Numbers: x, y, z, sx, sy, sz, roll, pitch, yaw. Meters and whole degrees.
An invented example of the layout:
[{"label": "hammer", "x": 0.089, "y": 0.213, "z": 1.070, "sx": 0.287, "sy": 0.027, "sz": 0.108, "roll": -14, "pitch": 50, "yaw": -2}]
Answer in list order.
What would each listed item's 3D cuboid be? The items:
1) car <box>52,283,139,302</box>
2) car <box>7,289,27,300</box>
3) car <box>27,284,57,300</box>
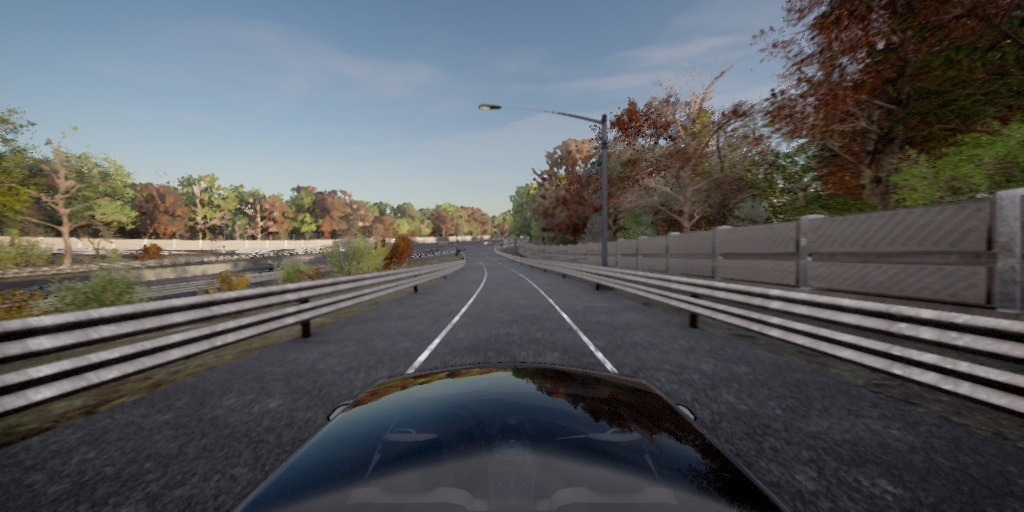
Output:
[{"label": "car", "x": -37.546, "y": 3.354, "z": 32.858, "sx": 2.128, "sy": 1.511, "sz": 4.902, "roll": 1, "pitch": 4, "yaw": 15}, {"label": "car", "x": -44.348, "y": 3.343, "z": 34.529, "sx": 1.895, "sy": 1.301, "sz": 4.718, "roll": 1, "pitch": 4, "yaw": 15}, {"label": "car", "x": -40.943, "y": 3.309, "z": 33.697, "sx": 1.837, "sy": 1.490, "sz": 4.892, "roll": 1, "pitch": 4, "yaw": 15}]
